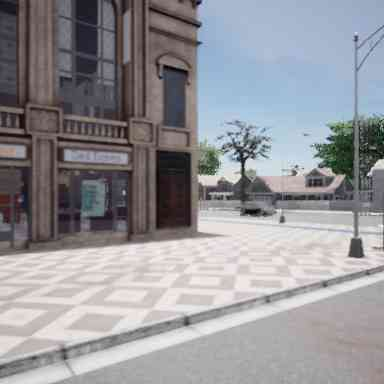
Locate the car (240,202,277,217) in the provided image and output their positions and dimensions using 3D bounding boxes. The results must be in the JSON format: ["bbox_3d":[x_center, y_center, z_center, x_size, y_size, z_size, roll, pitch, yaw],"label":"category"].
[{"bbox_3d":[7.845,1.998,39.612,2.097,1.767,4.553,0,-1,-36],"label":"car"}]
